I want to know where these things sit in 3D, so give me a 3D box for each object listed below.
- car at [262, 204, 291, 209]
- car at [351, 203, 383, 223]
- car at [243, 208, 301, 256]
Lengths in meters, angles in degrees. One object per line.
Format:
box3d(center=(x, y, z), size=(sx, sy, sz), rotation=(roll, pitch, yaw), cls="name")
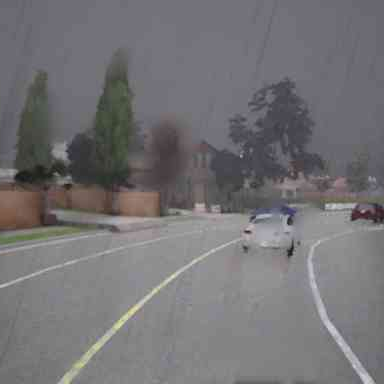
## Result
box3d(center=(6.066, 1.682, 24.810), size=(1.882, 1.535, 5.008), rotation=(0, -1, 41), cls="car")
box3d(center=(16.021, 1.744, 29.751), size=(4.553, 1.767, 2.097), rotation=(1, -1, -45), cls="car")
box3d(center=(3.365, 1.603, 13.623), size=(1.812, 1.442, 4.674), rotation=(0, -1, 23), cls="car")
